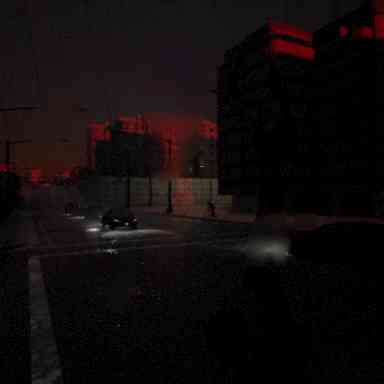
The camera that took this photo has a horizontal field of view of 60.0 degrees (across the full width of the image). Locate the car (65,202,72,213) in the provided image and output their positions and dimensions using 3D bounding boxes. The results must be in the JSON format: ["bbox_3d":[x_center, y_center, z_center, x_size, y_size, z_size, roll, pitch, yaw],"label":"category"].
[{"bbox_3d":[-18.363,2.346,51.415,2.097,1.767,4.553,0,-1,-26],"label":"car"}]

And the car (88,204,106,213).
[{"bbox_3d":[-15.416,2.611,53.698,1.895,1.301,4.718,0,-1,-26],"label":"car"}]

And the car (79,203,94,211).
[{"bbox_3d":[-20.014,2.745,62.902,2.033,1.411,5.357,0,-1,-26],"label":"car"}]

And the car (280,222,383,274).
[{"bbox_3d":[5.419,1.725,11.308,2.033,1.411,5.357,0,-1,-26],"label":"car"}]

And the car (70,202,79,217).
[{"bbox_3d":[-14.015,2.376,42.477,1.994,1.385,4.181,0,-1,-26],"label":"car"}]

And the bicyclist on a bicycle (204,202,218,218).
[{"bbox_3d":[1.967,1.867,34.840,1.656,1.620,0.582,0,-1,-26],"label":"bicyclist on a bicycle"}]

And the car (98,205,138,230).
[{"bbox_3d":[-5.567,1.987,25.264,1.812,1.442,4.674,0,-1,-26],"label":"car"}]

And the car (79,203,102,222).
[{"bbox_3d":[-9.672,2.123,33.623,2.128,1.511,4.902,0,-1,-26],"label":"car"}]
